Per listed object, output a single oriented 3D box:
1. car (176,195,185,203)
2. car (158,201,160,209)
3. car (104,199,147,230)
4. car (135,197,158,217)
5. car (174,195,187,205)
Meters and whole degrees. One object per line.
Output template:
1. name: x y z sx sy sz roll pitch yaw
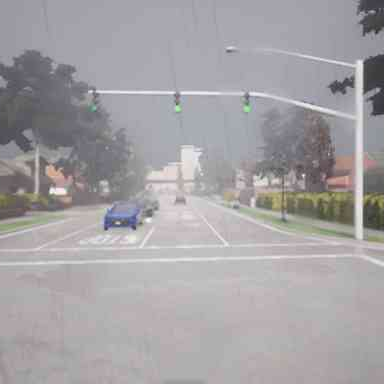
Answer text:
1. car: -2.375 1.395 67.265 1.812 1.442 4.674 0 0 -2
2. car: -4.913 1.475 40.601 2.033 1.411 5.357 0 0 -2
3. car: -4.197 1.440 20.927 1.882 1.535 5.008 0 0 -2
4. car: -4.551 1.298 30.273 2.097 1.767 4.553 0 0 -2
5. car: -1.976 1.403 56.875 1.837 1.490 4.892 0 0 -2
